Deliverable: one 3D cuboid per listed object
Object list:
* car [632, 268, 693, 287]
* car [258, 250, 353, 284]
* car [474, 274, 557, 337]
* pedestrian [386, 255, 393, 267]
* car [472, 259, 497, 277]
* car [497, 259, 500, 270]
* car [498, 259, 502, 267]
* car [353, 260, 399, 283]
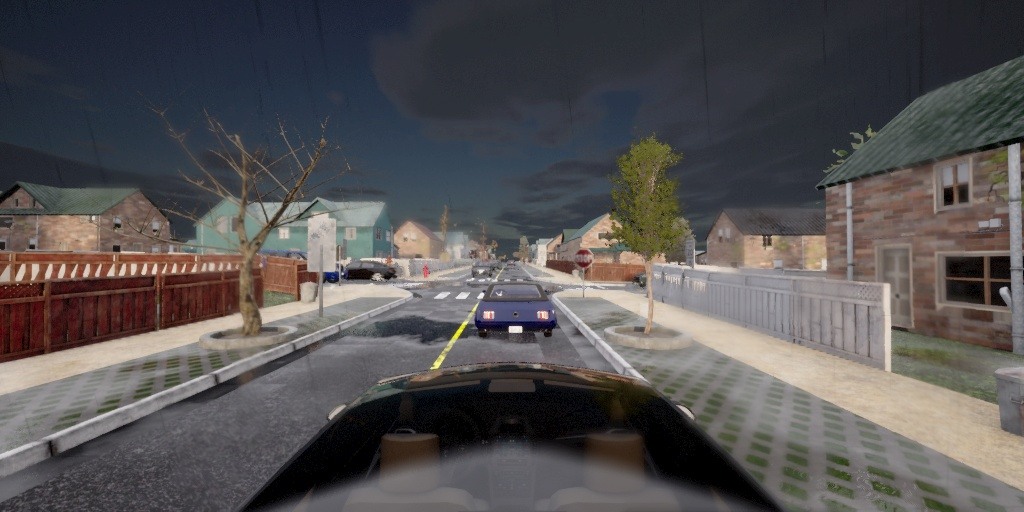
[{"bbox_3d":[10.961,1.423,25.356,4.553,1.767,2.097,1,-1,-1],"label":"car"},{"bbox_3d":[-13.369,0.697,22.423,5.566,2.045,2.150,1,-1,-1],"label":"car"},{"bbox_3d":[0.081,1.355,10.239,1.895,1.301,4.718,0,0,0],"label":"car"},{"bbox_3d":[-9.682,0.796,28.264,0.375,1.860,0.375,0,-2,0],"label":"pedestrian"},{"bbox_3d":[-2.916,1.283,35.874,2.128,1.511,4.902,0,0,0],"label":"car"},{"bbox_3d":[-2.933,1.419,46.201,1.895,1.301,4.718,0,0,0],"label":"car"},{"bbox_3d":[-2.953,1.359,56.670,1.837,1.490,4.892,0,0,0],"label":"car"},{"bbox_3d":[-10.630,1.062,25.347,5.008,1.535,1.882,1,-1,0],"label":"car"}]
